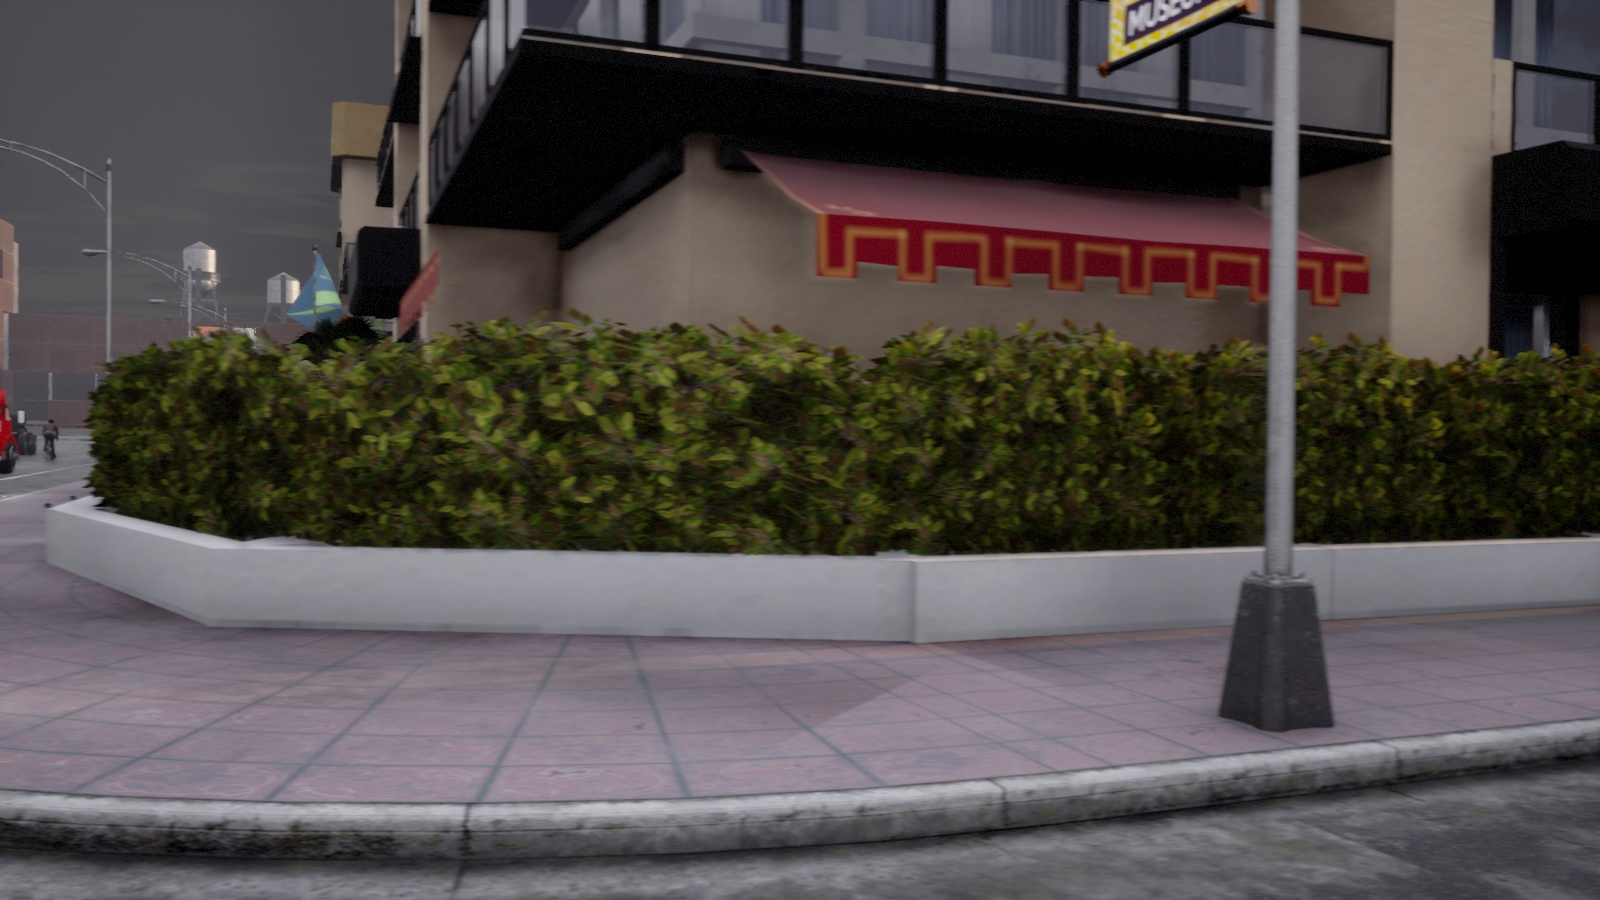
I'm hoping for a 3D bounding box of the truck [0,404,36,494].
[{"bbox_3d":[-23.752,-0.021,35.599,2.627,2.467,5.204,-1,1,-21],"label":"truck"}]

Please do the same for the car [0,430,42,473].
[{"bbox_3d":[-35.671,0.049,56.586,1.905,1.878,3.866,-1,1,-21],"label":"car"}]
